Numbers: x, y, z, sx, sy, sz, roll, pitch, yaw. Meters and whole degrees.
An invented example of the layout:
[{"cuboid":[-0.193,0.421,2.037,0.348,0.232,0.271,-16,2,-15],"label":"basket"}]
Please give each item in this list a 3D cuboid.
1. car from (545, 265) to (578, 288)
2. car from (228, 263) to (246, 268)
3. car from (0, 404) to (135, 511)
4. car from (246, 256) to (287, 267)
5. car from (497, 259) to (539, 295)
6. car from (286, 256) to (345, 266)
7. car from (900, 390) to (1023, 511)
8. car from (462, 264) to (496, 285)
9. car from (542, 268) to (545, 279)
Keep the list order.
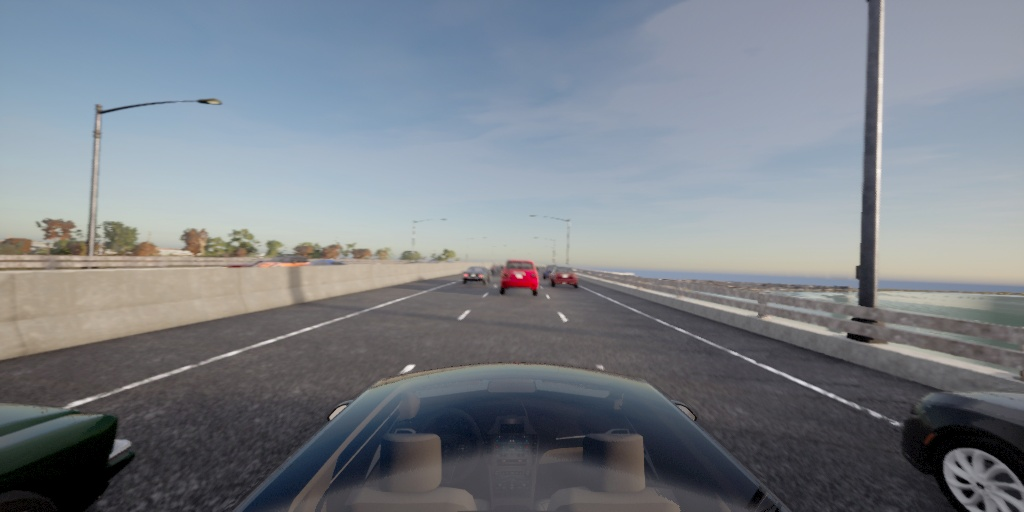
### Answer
[{"cuboid":[4.211,1.629,30.015,2.097,1.767,4.553,2,-1,2],"label":"car"},{"cuboid":[-20.505,0.891,29.179,1.895,1.301,4.718,2,-1,2],"label":"car"},{"cuboid":[-3.567,1.191,0.290,1.895,1.301,4.718,2,-1,1],"label":"car"},{"cuboid":[-17.066,0.749,26.991,2.097,1.767,4.553,2,-1,2],"label":"car"},{"cuboid":[0.480,1.254,22.513,2.150,2.045,5.566,2,-1,2],"label":"car"},{"cuboid":[-13.607,0.997,25.944,1.882,1.535,5.008,2,-1,2],"label":"car"},{"cuboid":[4.571,1.433,1.328,1.837,1.490,4.892,2,-1,1],"label":"car"},{"cuboid":[-2.806,1.539,29.386,2.033,1.411,5.357,2,-1,2],"label":"car"},{"cuboid":[4.649,1.807,41.936,2.097,1.767,4.553,2,-1,3],"label":"car"}]
